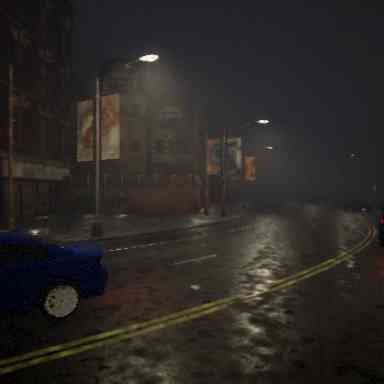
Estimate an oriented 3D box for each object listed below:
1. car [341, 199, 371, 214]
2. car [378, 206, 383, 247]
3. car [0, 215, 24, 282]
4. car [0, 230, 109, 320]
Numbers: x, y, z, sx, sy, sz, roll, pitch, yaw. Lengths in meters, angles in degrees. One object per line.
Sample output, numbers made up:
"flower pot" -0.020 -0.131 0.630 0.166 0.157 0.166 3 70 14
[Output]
"car" 17.516 1.518 35.615 1.837 1.490 4.892 1 0 8
"car" 9.500 1.229 14.407 2.150 2.045 5.566 0 0 34
"car" -6.918 1.468 7.946 5.008 1.535 1.882 0 0 -34
"car" -3.978 1.472 5.716 5.008 1.535 1.882 0 0 -36
